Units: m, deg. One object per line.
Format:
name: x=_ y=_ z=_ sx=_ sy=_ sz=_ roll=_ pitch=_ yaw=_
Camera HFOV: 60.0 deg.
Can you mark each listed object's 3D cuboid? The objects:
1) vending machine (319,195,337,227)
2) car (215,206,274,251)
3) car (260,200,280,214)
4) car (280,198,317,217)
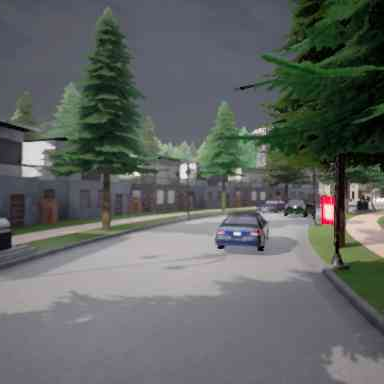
vending machine: x=9.063 y=1.236 z=22.168 sx=1.100 sy=2.100 sz=0.880 roll=0 pitch=0 yaw=25
car: x=2.305 y=1.552 z=14.384 sx=2.033 sy=1.411 sz=5.357 roll=0 pitch=0 yaw=16
car: x=8.816 y=1.556 z=35.912 sx=1.812 sy=1.442 sz=4.674 roll=0 pitch=0 yaw=37
car: x=10.434 y=1.394 z=31.755 sx=2.097 sy=1.767 sz=4.553 roll=1 pitch=0 yaw=33
